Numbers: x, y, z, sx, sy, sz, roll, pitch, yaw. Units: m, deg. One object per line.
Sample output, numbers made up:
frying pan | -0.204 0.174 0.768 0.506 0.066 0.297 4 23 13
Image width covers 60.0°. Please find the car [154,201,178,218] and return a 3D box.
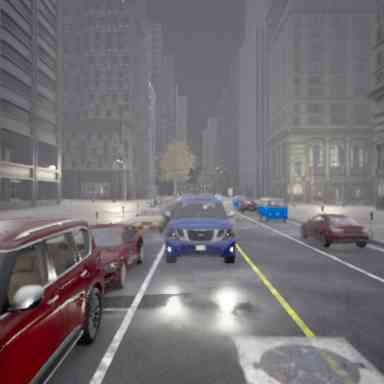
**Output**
car | -2.400 1.578 31.273 1.887 1.381 4.507 0 0 0

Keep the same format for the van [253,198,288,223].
van | 6.150 1.370 25.727 1.690 1.788 3.998 0 0 0

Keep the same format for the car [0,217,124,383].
car | -2.408 1.318 3.646 2.192 1.841 5.009 0 0 0

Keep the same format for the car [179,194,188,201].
car | -2.354 1.448 90.761 2.192 1.841 5.009 0 0 0

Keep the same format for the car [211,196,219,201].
car | 6.171 1.680 91.112 1.887 1.381 4.507 0 0 0

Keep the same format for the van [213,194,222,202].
van | 6.166 1.454 80.286 1.690 1.788 3.998 0 0 0

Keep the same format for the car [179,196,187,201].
car | -2.357 1.666 85.472 1.887 1.381 4.507 0 0 0

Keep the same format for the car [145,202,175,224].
car | -2.402 1.572 25.748 1.887 1.381 4.507 0 0 0

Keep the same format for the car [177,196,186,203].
car | -2.369 1.626 74.722 1.752 1.417 4.829 0 0 0

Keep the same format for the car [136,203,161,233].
car | -2.404 1.546 20.053 1.752 1.417 4.829 0 0 0

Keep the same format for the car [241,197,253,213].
car | 6.156 1.586 36.776 1.887 1.381 4.507 0 0 0

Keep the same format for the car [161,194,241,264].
car | 0.270 1.233 12.247 2.150 2.045 5.566 0 0 0

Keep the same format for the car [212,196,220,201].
car | 6.168 1.690 85.698 1.947 1.339 4.313 0 0 0

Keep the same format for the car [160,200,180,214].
car | -2.399 1.584 36.798 1.887 1.381 4.507 0 0 0

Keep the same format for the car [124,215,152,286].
car | -2.407 1.554 9.171 1.887 1.381 4.507 0 0 0

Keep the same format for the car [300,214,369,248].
car | 6.141 1.599 14.676 1.802 1.307 4.206 0 0 0
